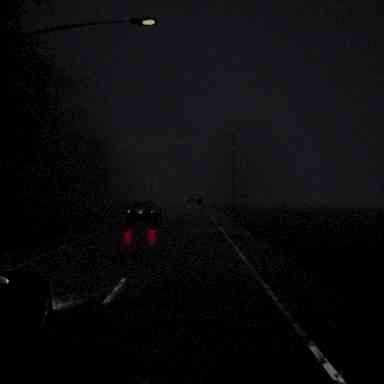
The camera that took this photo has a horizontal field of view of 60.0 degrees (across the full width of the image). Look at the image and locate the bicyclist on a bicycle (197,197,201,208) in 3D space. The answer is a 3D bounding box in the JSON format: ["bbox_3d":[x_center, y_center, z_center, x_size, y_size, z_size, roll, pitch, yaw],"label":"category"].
[{"bbox_3d":[0.989,1.463,47.660,0.582,1.620,1.656,0,0,0],"label":"bicyclist on a bicycle"}]

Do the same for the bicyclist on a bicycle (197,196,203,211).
[{"bbox_3d":[0.985,1.379,38.871,0.659,1.776,1.843,0,0,0],"label":"bicyclist on a bicycle"}]

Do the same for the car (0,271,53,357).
[{"bbox_3d":[-3.399,1.565,4.079,1.994,1.385,4.181,0,0,0],"label":"car"}]

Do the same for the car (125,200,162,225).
[{"bbox_3d":[-3.389,1.357,23.993,2.097,1.767,4.553,0,0,0],"label":"car"}]

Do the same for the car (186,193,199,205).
[{"bbox_3d":[0.052,1.238,60.394,2.150,2.045,5.566,0,0,1],"label":"car"}]
